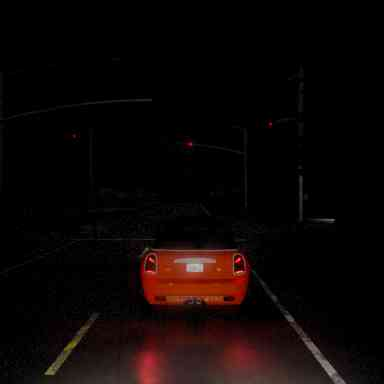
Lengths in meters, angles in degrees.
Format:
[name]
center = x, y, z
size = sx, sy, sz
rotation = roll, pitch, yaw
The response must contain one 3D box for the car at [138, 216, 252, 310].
[car]
center = 0.058, 1.352, 7.985
size = 2.097, 1.767, 4.553
rotation = 0, 0, 0
